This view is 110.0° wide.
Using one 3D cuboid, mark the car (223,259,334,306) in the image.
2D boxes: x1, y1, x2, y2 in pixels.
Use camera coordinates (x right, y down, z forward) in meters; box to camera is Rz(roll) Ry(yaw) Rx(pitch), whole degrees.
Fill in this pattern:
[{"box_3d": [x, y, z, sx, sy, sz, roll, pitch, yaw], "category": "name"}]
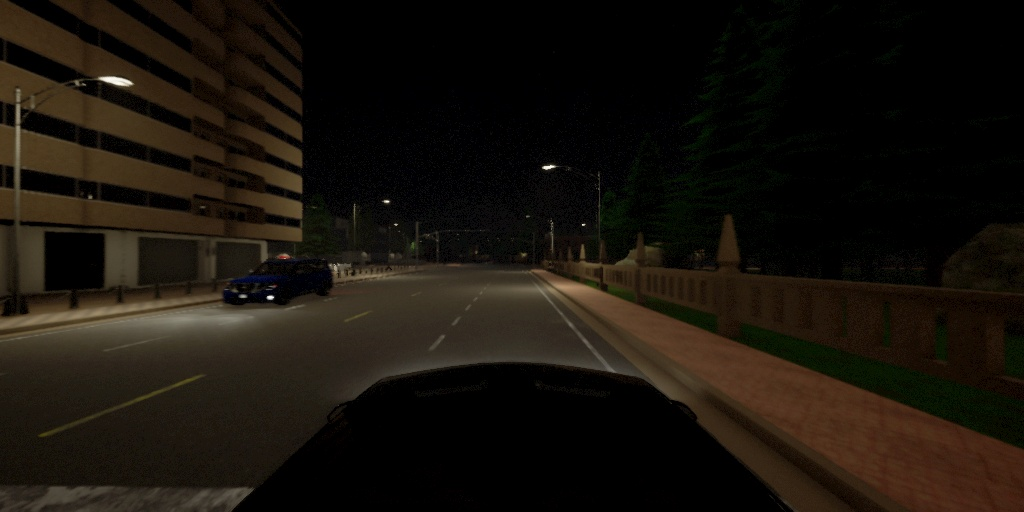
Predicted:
[{"box_3d": [-10.503, 1.174, 16.760, 2.150, 2.045, 5.566, 0, 1, 0], "category": "car"}]
